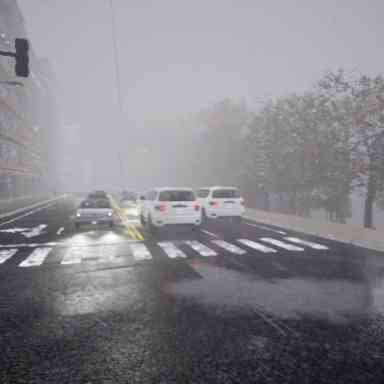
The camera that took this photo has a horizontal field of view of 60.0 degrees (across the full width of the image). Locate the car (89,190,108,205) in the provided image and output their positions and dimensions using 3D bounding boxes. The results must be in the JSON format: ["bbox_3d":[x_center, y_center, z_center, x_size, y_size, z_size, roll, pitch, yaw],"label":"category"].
[{"bbox_3d":[-10.271,0.557,36.543,1.837,1.490,4.892,0,1,-15],"label":"car"}]

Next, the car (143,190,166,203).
[{"bbox_3d":[-4.717,0.510,41.238,2.033,1.411,5.357,0,1,-15],"label":"car"}]

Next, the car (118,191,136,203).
[{"bbox_3d":[-7.770,0.526,40.074,2.033,1.411,5.357,0,1,-15],"label":"car"}]

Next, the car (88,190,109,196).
[{"bbox_3d":[-7.598,0.820,26.604,1.812,1.442,4.674,0,1,-15],"label":"car"}]

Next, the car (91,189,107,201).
[{"bbox_3d":[-13.017,0.358,46.494,2.033,1.411,5.357,0,1,-15],"label":"car"}]

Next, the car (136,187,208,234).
[{"bbox_3d":[-1.232,0.779,16.383,2.150,2.045,5.566,0,1,-15],"label":"car"}]

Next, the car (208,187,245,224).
[{"bbox_3d":[1.211,0.709,19.753,2.150,2.045,5.566,0,1,-15],"label":"car"}]

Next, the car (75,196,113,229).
[{"bbox_3d":[-5.247,1.106,18.005,1.895,1.301,4.718,0,1,-15],"label":"car"}]
